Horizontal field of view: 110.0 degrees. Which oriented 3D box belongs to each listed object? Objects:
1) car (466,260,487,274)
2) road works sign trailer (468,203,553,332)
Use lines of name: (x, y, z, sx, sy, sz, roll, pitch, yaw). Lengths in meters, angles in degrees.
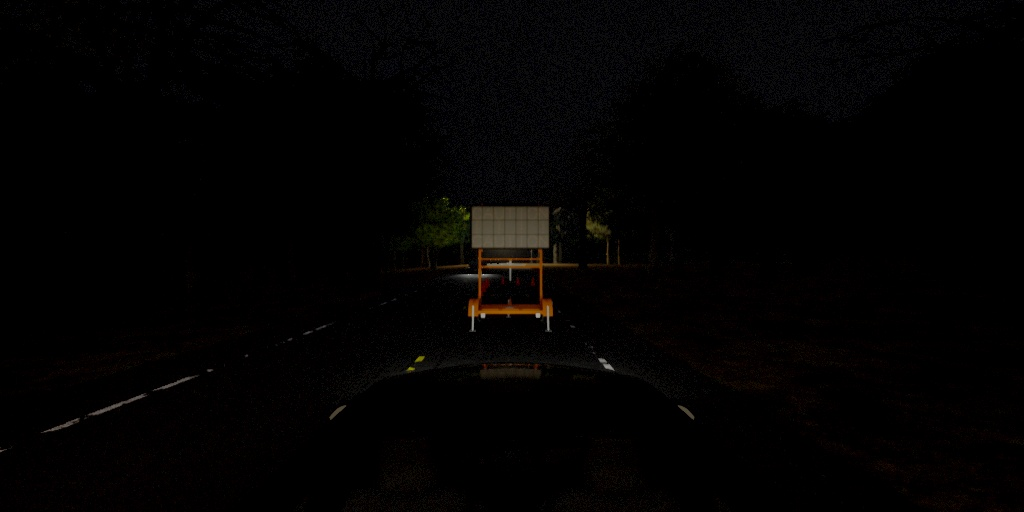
car: (-3.796, 1.214, 39.468, 1.812, 1.442, 4.674, 0, 0, 0)
road works sign trailer: (-0.047, 0.206, 10.856, 2.380, 3.560, 2.880, 0, 0, 0)
